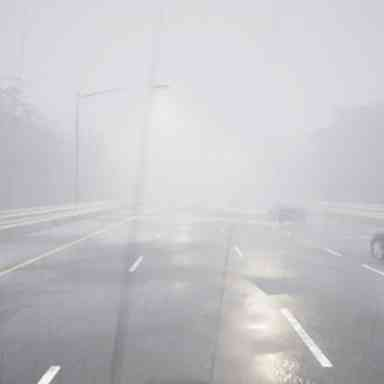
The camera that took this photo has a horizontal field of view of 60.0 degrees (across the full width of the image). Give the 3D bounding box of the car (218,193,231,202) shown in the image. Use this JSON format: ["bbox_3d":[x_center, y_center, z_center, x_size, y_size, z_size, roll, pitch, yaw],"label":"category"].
[{"bbox_3d":[7.248,1.557,72.815,1.812,1.442,4.674,0,0,0],"label":"car"}]

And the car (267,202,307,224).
[{"bbox_3d":[7.040,1.505,25.056,1.882,1.535,5.008,0,0,0],"label":"car"}]

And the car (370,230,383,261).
[{"bbox_3d":[7.008,1.508,9.426,1.837,1.490,4.892,0,0,0],"label":"car"}]

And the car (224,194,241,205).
[{"bbox_3d":[7.173,1.559,57.425,1.812,1.442,4.674,0,0,0],"label":"car"}]
